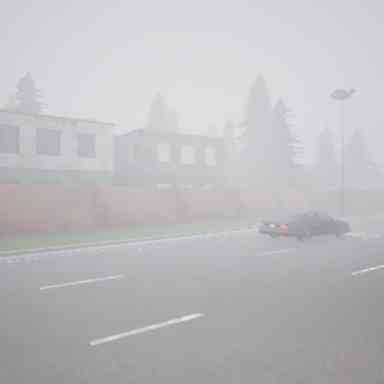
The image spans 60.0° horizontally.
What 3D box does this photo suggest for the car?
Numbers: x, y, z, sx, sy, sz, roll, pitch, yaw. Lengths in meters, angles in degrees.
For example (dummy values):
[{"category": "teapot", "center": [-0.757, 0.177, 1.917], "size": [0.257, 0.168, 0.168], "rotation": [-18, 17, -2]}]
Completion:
[{"category": "car", "center": [5.707, 1.589, 16.555], "size": [5.357, 1.411, 2.033], "rotation": [0, 0, -35]}]
